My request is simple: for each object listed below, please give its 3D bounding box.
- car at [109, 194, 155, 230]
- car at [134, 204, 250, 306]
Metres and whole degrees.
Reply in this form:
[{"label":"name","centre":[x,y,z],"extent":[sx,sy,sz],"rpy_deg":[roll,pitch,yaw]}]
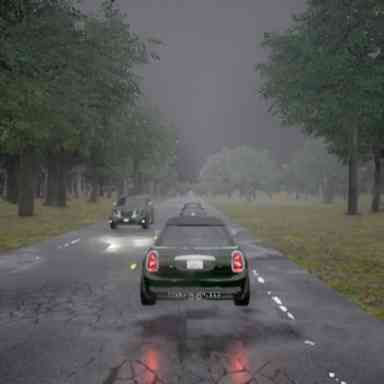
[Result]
[{"label":"car","centre":[-3.618,1.190,21.046],"extent":[2.150,2.045,5.566],"rpy_deg":[0,0,0]},{"label":"car","centre":[0.090,1.339,8.181],"extent":[2.097,1.767,4.553],"rpy_deg":[0,0,1]}]
